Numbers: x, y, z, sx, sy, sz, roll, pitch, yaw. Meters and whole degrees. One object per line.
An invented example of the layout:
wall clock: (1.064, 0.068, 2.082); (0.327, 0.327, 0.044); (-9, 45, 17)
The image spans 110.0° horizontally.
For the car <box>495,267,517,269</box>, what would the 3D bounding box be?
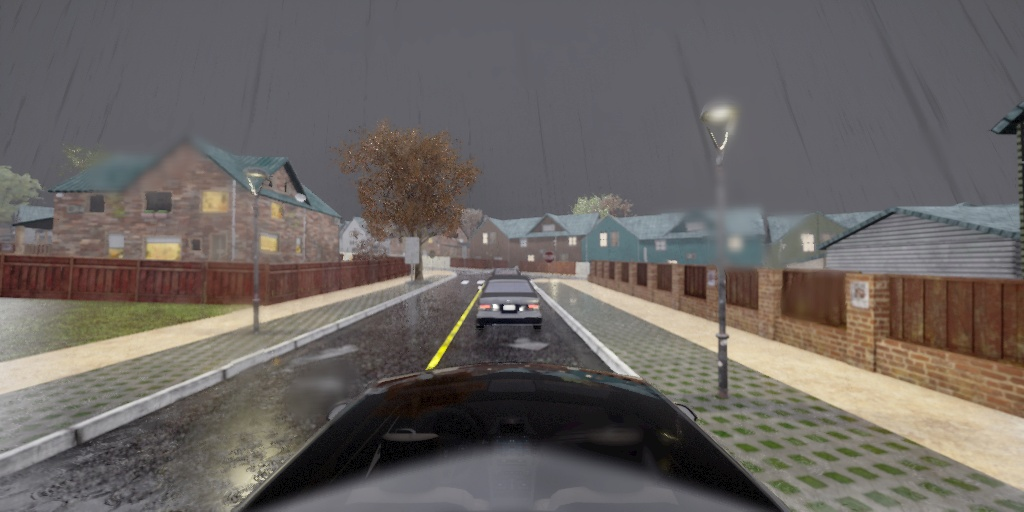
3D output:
car: (-0.358, 1.354, 21.938); (1.895, 1.301, 4.718); (0, 0, -1)

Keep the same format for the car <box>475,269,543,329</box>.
car: (-0.120, 1.301, 11.246); (2.033, 1.411, 5.357); (0, 0, -1)

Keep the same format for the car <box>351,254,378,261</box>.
car: (-19.361, 0.545, 47.794); (5.008, 1.535, 1.882); (2, 0, 31)
